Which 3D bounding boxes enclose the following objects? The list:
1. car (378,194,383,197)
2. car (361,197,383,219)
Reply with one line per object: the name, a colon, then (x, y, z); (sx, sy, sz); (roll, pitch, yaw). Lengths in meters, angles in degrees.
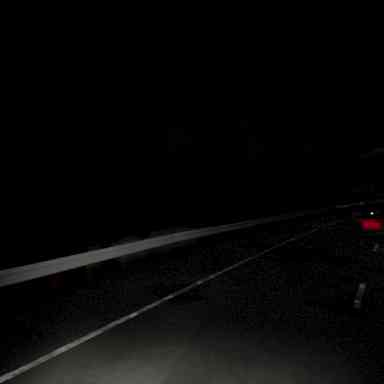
car: (22.399, 1.219, 37.928); (2.150, 2.045, 5.566); (0, 0, 36)
car: (16.278, 1.503, 29.431); (1.837, 1.490, 4.892); (0, 0, 35)
